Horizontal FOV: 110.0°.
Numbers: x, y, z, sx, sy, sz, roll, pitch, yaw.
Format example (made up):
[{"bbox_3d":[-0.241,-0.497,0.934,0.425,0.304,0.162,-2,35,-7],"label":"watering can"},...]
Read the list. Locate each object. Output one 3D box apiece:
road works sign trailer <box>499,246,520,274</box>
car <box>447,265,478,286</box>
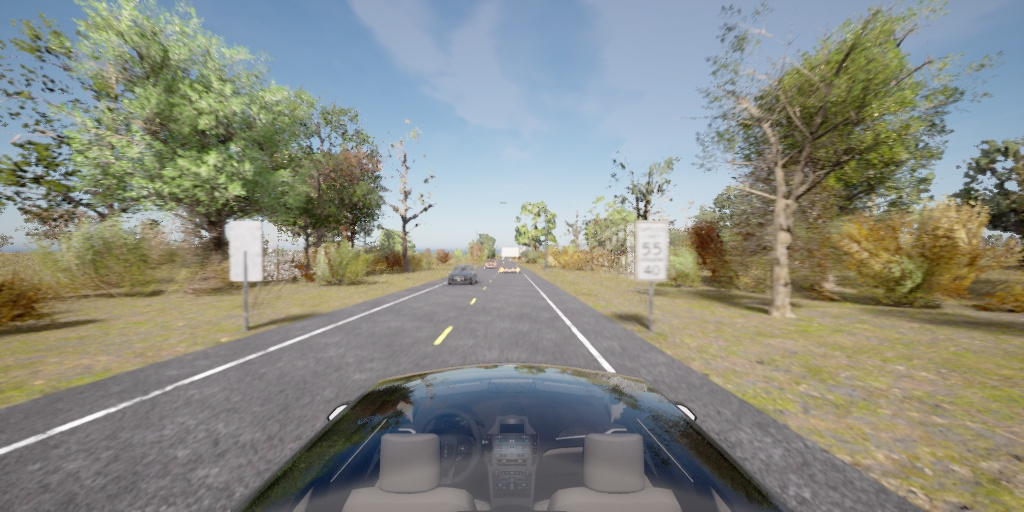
[{"bbox_3d":[-0.221,0.500,46.425,2.380,3.560,2.880,0,0,1],"label":"road works sign trailer"},{"bbox_3d":[-3.671,1.420,27.157,1.837,1.490,4.892,0,-1,0],"label":"car"}]
